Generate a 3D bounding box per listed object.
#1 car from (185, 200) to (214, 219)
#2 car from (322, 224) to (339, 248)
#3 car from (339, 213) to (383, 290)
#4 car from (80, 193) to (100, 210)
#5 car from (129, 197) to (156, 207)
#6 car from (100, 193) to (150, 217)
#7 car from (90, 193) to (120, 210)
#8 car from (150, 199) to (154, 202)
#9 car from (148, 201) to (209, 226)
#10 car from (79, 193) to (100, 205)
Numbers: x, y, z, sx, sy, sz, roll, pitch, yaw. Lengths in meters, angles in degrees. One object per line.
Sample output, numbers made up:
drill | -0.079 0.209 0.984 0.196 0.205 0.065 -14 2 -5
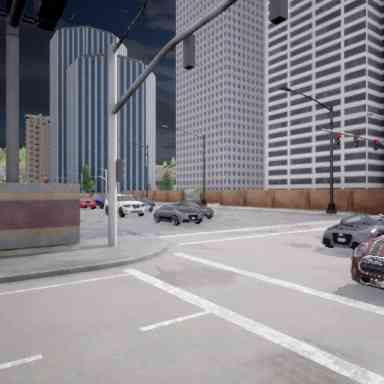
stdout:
car | -0.091 1.505 28.420 1.837 1.490 4.892 0 0 -35
car | 7.106 1.564 13.354 4.181 1.385 1.994 0 0 -35
car | 5.941 1.352 8.227 4.553 1.767 2.097 0 0 -35
car | -13.968 1.223 42.063 2.150 2.045 5.566 0 0 -35
car | -7.767 1.547 51.815 2.033 1.411 5.357 0 0 -35
car | -6.438 1.221 31.349 2.150 2.045 5.566 0 0 -35
car | -12.001 1.222 45.352 2.150 2.045 5.566 0 0 -35
car | -6.054 1.491 36.889 2.128 1.511 4.902 0 0 -35
car | -1.055 1.564 23.713 1.994 1.385 4.181 0 0 -35
car | -19.124 1.222 61.853 2.150 2.045 5.566 0 0 -35
